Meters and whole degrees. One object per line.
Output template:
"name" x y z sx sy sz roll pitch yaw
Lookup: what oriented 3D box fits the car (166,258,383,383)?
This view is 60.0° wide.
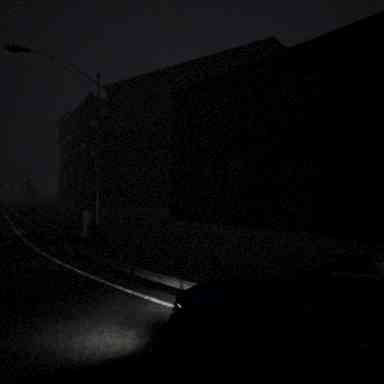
"car" 1.803 1.530 3.802 4.674 1.442 1.812 0 0 38

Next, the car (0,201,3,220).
"car" -17.875 1.354 28.945 2.150 2.045 5.566 0 0 -30
